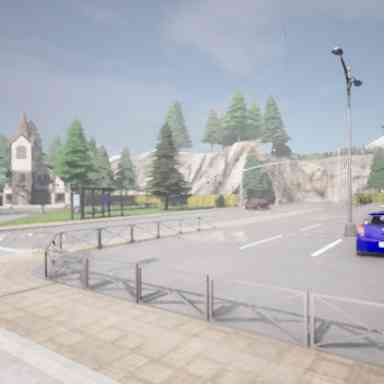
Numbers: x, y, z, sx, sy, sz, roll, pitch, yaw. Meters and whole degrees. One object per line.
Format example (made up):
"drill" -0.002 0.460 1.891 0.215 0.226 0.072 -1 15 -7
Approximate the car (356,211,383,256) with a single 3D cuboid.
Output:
"car" 6.929 1.398 11.684 1.845 1.501 3.633 -1 0 35

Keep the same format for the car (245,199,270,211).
"car" 8.833 1.667 44.909 1.882 1.535 5.008 -1 -1 35
